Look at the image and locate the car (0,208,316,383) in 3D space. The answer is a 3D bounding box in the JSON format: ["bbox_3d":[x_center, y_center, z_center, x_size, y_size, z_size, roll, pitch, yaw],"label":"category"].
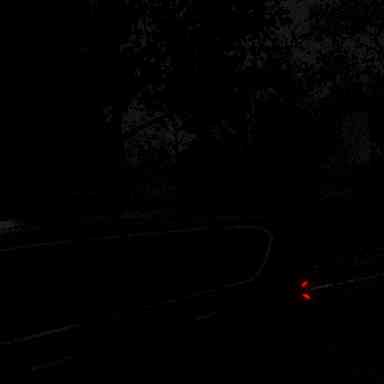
[{"bbox_3d":[-1.307,1.219,2.895,5.566,2.045,2.150,0,0,-34],"label":"car"}]
